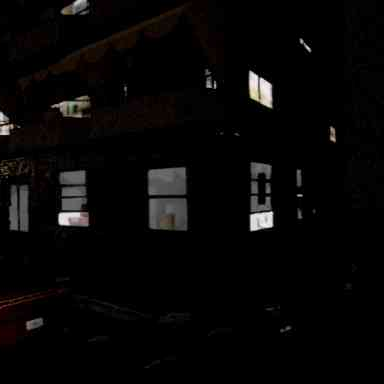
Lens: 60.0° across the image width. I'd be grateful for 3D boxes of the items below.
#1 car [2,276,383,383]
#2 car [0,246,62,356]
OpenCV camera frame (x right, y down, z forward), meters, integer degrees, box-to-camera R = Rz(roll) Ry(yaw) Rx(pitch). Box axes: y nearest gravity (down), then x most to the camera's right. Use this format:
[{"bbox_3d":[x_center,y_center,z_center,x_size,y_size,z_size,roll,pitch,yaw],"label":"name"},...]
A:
[{"bbox_3d":[0.749,1.551,2.350,4.507,1.381,1.887,-1,-1,36],"label":"car"},{"bbox_3d":[-3.860,1.599,5.638,4.507,1.381,1.887,-1,-1,36],"label":"car"}]
